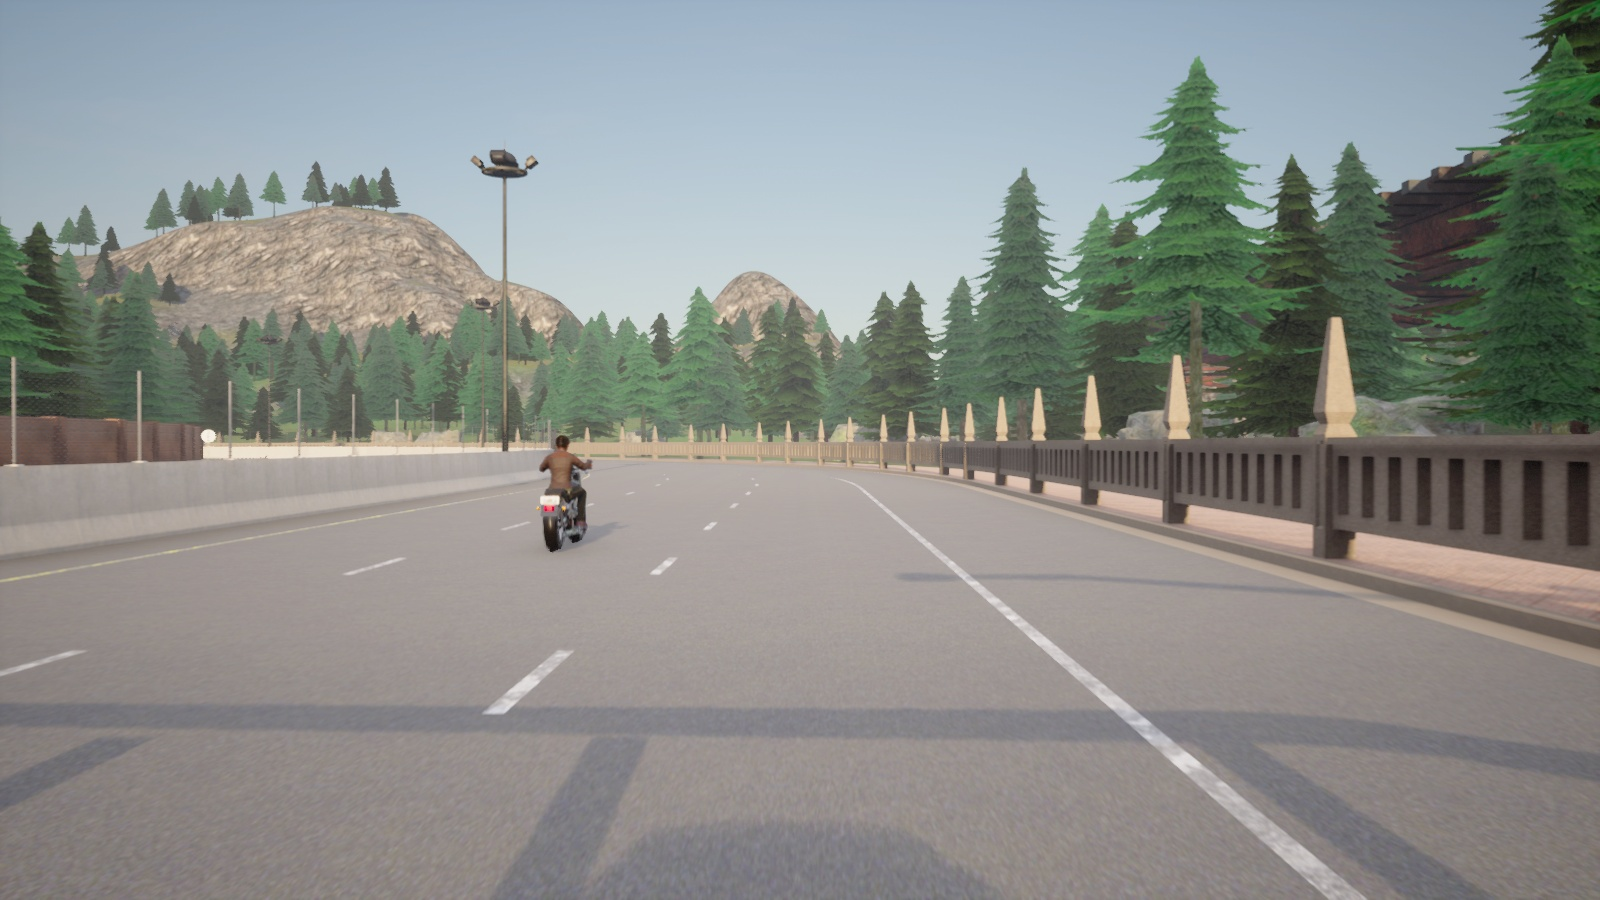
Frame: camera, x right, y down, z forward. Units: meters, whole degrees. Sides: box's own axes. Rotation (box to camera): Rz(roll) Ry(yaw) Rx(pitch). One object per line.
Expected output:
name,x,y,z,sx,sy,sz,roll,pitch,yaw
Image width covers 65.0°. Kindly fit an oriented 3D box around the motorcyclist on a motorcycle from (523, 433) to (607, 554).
motorcyclist on a motorcycle,-3.383,0.591,18.261,0.766,1.649,2.350,0,0,0
